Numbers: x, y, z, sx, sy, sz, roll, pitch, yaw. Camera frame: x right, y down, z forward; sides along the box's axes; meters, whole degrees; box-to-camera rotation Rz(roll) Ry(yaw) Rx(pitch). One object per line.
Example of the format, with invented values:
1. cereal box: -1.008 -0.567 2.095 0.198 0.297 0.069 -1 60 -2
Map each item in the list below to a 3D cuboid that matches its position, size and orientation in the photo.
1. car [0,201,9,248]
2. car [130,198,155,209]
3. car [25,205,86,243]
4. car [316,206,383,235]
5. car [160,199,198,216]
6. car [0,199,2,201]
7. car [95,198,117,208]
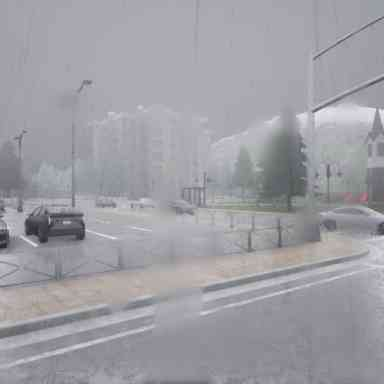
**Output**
1. car: -8.870 1.331 13.436 2.152 1.636 5.027 0 0 -36
2. car: -6.816 1.526 45.805 1.812 1.442 4.674 0 0 -36
3. car: -6.356 1.340 15.313 2.007 1.523 4.514 0 0 -36
4. car: 9.457 1.526 18.771 4.674 1.442 1.812 0 0 45
5. car: -1.324 1.504 32.272 1.837 1.490 4.892 0 0 -36
6. car: -21.592 1.374 36.423 1.845 1.501 3.633 0 0 -36
7. car: -12.305 1.593 47.348 1.994 1.385 4.181 0 0 -36
